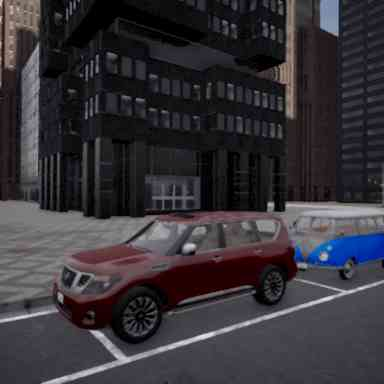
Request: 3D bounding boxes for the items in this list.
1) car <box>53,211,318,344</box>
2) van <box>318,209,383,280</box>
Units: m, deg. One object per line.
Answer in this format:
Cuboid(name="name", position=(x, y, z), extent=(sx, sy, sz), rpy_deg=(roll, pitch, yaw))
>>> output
Cuboid(name="car", position=(0.001, 1.350, 6.653), extent=(5.009, 1.841, 2.192), rpy_deg=(1, 0, -36))
Cuboid(name="van", position=(4.621, 1.430, 9.952), extent=(3.998, 1.788, 1.690), rpy_deg=(1, 0, -36))
